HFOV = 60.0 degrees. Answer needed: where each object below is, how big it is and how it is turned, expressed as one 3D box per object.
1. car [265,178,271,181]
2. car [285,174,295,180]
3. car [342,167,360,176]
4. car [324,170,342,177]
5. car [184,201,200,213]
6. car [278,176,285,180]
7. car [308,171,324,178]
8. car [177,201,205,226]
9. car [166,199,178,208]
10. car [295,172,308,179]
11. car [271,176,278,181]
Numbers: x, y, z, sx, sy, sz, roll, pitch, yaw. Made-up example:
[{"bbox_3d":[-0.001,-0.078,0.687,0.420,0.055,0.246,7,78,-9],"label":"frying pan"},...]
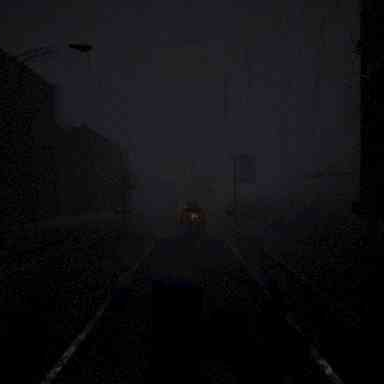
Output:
[{"bbox_3d":[21.727,-3.266,87.793,2.231,1.521,4.892,0,0,-1],"label":"car"},{"bbox_3d":[22.442,-3.137,71.195,2.097,1.535,5.008,0,1,-4],"label":"car"},{"bbox_3d":[25.039,-2.926,49.161,2.231,1.521,4.892,0,1,-9],"label":"car"},{"bbox_3d":[24.234,-2.939,54.523,2.002,1.452,4.674,0,1,-7],"label":"car"},{"bbox_3d":[0.004,1.925,43.647,2.033,1.411,5.357,0,0,0],"label":"car"},{"bbox_3d":[22.090,-3.150,76.732,2.002,1.452,4.674,0,1,-3],"label":"car"},{"bbox_3d":[23.531,-3.002,59.997,2.163,1.488,4.792,0,1,-6],"label":"car"},{"bbox_3d":[0.070,1.675,25.276,1.801,1.575,5.366,0,-1,0],"label":"car"},{"bbox_3d":[-3.557,2.053,58.909,2.128,1.511,4.902,0,-1,0],"label":"car"},{"bbox_3d":[22.911,-3.211,65.690,2.185,1.767,4.553,0,1,-5],"label":"car"},{"bbox_3d":[21.856,-3.237,82.275,2.231,1.521,4.892,0,0,-1],"label":"car"}]
